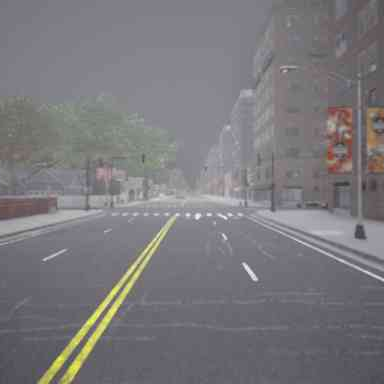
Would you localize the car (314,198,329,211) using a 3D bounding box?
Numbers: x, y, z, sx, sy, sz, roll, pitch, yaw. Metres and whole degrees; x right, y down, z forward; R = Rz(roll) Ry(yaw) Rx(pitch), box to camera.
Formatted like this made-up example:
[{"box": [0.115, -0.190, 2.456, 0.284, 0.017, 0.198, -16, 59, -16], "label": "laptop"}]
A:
[{"box": [16.399, 1.521, 37.400, 4.206, 1.307, 1.802, 0, 0, 0], "label": "car"}]

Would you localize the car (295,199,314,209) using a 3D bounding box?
[{"box": [16.398, 1.547, 45.425, 4.313, 1.339, 1.947, 0, 0, 0], "label": "car"}]

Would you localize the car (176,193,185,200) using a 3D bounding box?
[{"box": [-3.211, 1.180, 91.551, 2.150, 2.045, 5.566, 0, 0, 0], "label": "car"}]
